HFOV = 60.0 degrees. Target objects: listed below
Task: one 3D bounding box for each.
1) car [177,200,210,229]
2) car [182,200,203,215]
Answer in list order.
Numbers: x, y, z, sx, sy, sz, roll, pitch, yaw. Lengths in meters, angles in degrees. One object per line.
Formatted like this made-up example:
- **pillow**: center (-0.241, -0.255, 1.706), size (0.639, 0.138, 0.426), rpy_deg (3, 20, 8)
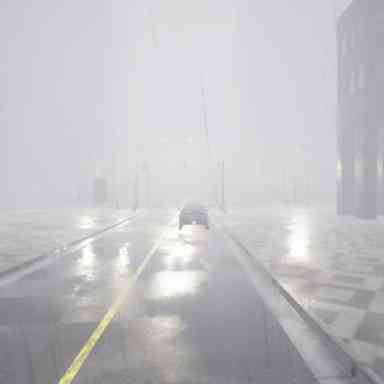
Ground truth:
- **car**: center (0.103, 1.491, 21.540), size (1.837, 1.490, 4.892), rpy_deg (0, 1, 0)
- **car**: center (0.066, 1.536, 34.351), size (1.994, 1.385, 4.181), rpy_deg (0, 0, 1)
